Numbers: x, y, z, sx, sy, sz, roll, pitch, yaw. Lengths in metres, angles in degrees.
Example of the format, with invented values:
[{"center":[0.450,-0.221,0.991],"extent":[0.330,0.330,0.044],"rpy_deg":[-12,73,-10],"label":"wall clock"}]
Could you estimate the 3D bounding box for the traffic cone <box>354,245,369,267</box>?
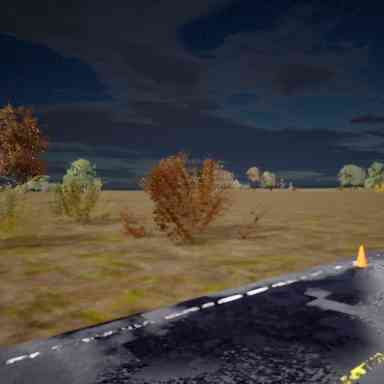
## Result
[{"center":[5.031,1.877,9.856],"extent":[0.340,0.580,0.340],"rpy_deg":[-1,0,-38],"label":"traffic cone"}]
